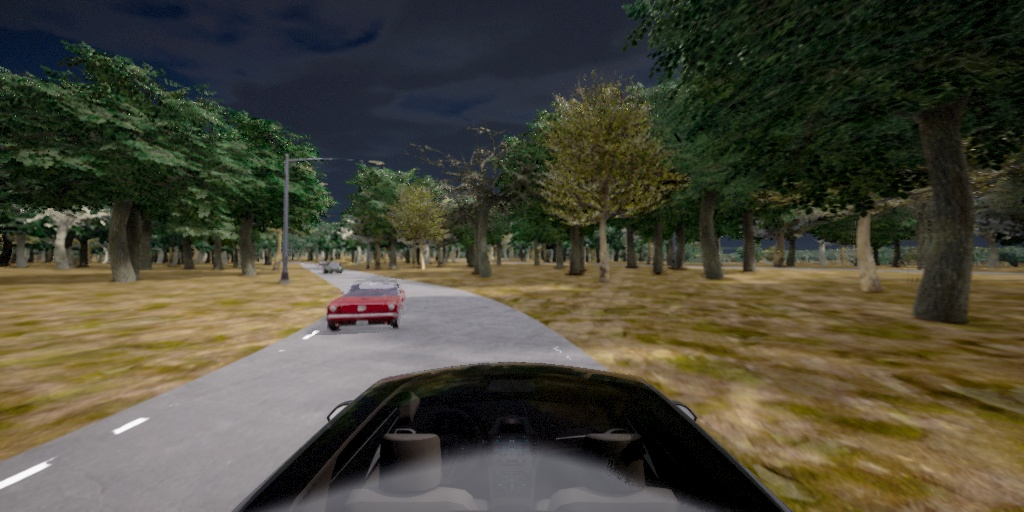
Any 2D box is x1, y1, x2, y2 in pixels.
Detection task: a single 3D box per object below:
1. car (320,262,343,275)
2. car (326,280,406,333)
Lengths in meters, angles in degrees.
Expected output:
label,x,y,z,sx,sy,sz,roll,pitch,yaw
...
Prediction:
label,x,y,z,sx,sy,sz,roll,pitch,yaw
car,-24.057,1.561,48.172,2.097,1.767,4.553,1,-1,-31
car,-4.475,1.474,11.573,1.895,1.301,4.718,0,-1,-14
